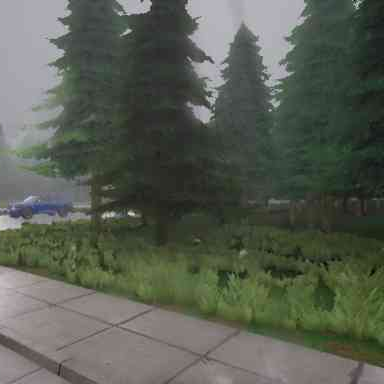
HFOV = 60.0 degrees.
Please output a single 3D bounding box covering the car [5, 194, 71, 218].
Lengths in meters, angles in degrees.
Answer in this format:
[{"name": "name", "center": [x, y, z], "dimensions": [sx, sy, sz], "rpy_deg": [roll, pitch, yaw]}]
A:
[{"name": "car", "center": [-13.048, 1.195, 28.815], "dimensions": [2.150, 2.045, 5.566], "rpy_deg": [0, 0, 35]}]
